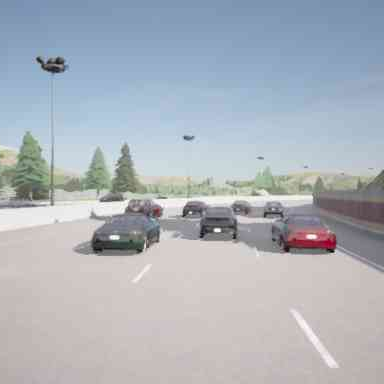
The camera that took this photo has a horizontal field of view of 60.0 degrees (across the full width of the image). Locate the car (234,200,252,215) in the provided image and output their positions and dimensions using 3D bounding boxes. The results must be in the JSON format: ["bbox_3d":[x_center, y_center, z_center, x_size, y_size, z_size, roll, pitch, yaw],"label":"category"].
[{"bbox_3d":[5.216,1.572,35.414,1.812,1.442,4.674,0,0,15],"label":"car"}]

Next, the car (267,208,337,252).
[{"bbox_3d":[4.553,1.590,14.052,1.994,1.385,4.181,0,0,6],"label":"car"}]

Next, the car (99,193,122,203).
[{"bbox_3d":[-15.071,1.250,62.538,2.150,2.045,5.566,0,0,23],"label":"car"}]

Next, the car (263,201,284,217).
[{"bbox_3d":[7.790,1.598,31.722,2.033,1.411,5.357,0,0,14],"label":"car"}]

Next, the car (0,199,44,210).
[{"bbox_3d":[-14.523,1.583,29.039,1.895,1.301,4.718,0,0,12],"label":"car"}]

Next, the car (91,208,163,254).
[{"bbox_3d":[-2.522,1.568,13.672,1.994,1.385,4.181,0,0,6],"label":"car"}]

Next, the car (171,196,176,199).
[{"bbox_3d":[-3.097,1.554,71.490,1.895,1.301,4.718,0,0,28],"label":"car"}]

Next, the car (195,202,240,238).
[{"bbox_3d":[1.499,1.525,17.759,1.837,1.490,4.892,0,0,8],"label":"car"}]

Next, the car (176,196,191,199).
[{"bbox_3d":[-0.979,1.551,67.926,1.994,1.385,4.181,0,0,26],"label":"car"}]

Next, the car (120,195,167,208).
[{"bbox_3d":[-3.885,1.364,27.515,2.097,1.767,4.553,0,0,11],"label":"car"}]

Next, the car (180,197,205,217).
[{"bbox_3d":[0.449,1.533,30.949,1.837,1.490,4.892,0,0,13],"label":"car"}]
